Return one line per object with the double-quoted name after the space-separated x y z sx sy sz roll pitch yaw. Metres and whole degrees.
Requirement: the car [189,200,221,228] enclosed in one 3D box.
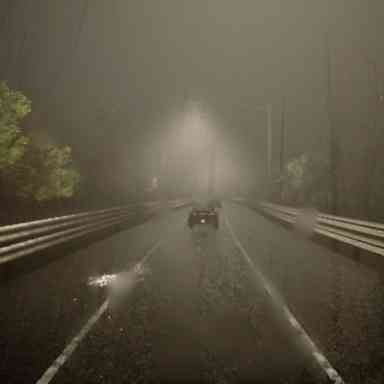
0.842 1.534 22.477 2.128 1.511 4.902 0 0 4 "car"
